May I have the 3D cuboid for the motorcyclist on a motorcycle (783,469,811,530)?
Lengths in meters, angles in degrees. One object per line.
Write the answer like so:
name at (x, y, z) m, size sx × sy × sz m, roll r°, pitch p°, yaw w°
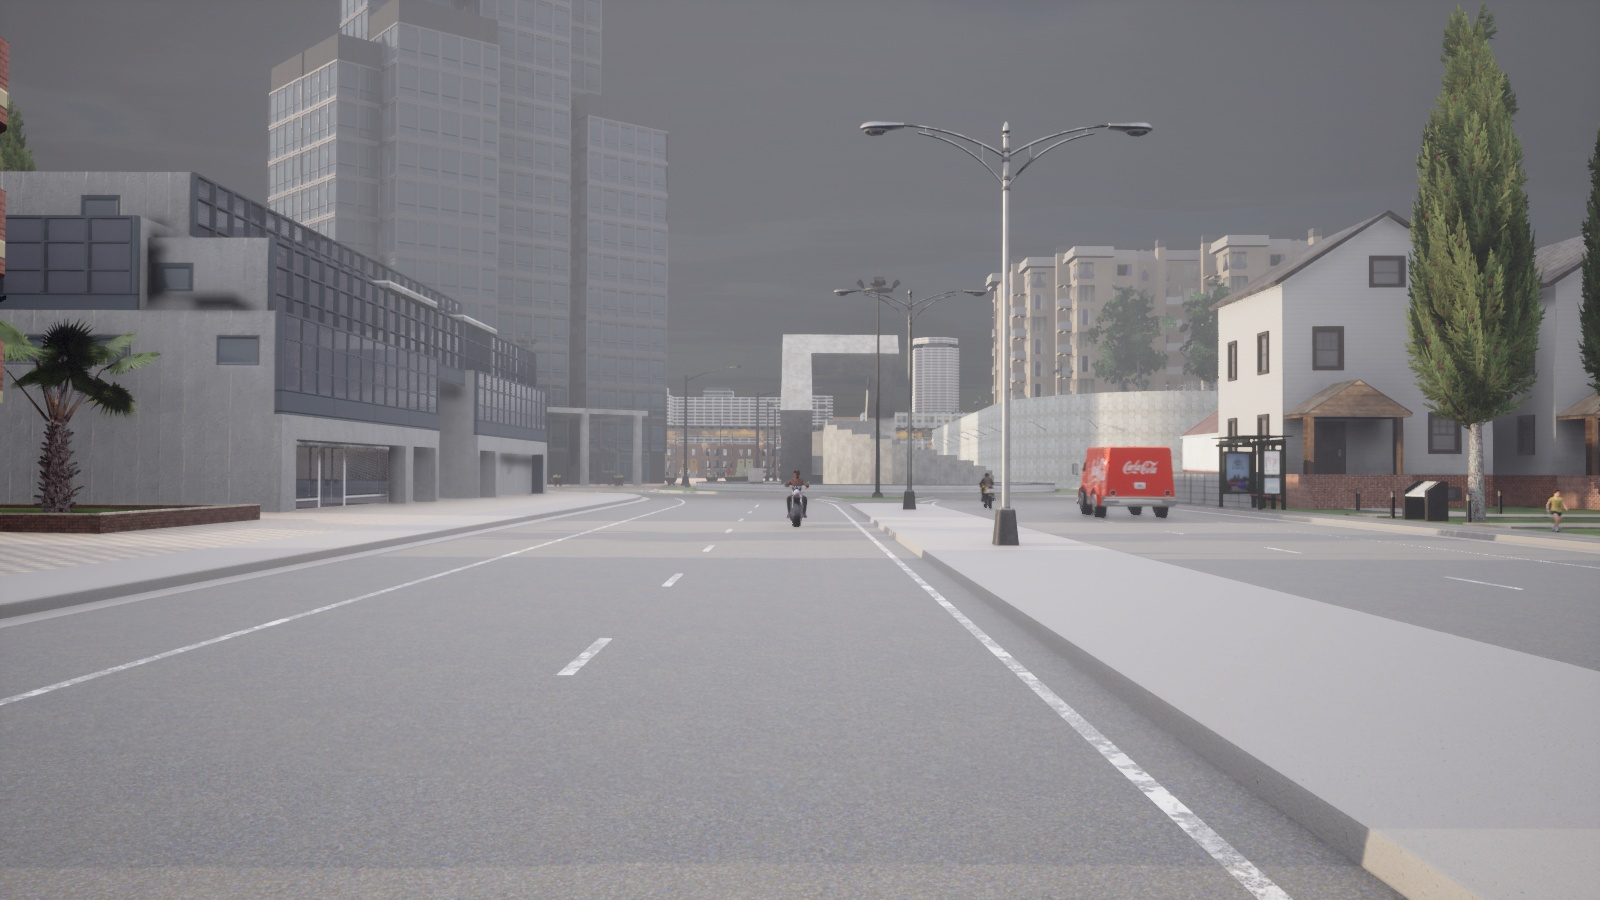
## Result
motorcyclist on a motorcycle at (-0.080, 1.357, 35.323) m, size 0.766 × 1.649 × 2.350 m, roll 0°, pitch -1°, yaw 0°

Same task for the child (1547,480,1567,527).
child at (18.278, 1.285, 30.332) m, size 0.255 × 1.110 × 0.394 m, roll 0°, pitch -1°, yaw 5°

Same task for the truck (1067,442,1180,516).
truck at (11.397, 1.031, 44.675) m, size 2.627 × 2.467 × 5.204 m, roll 0°, pitch -1°, yaw 0°

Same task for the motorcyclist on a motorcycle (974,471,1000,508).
motorcyclist on a motorcycle at (7.890, 1.652, 52.944) m, size 0.797 × 1.523 × 2.044 m, roll 0°, pitch -1°, yaw 0°
